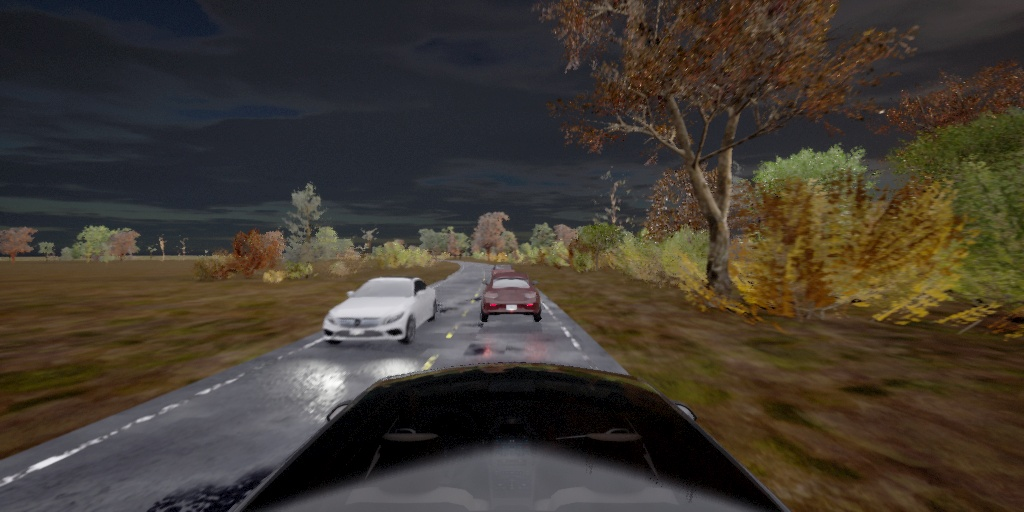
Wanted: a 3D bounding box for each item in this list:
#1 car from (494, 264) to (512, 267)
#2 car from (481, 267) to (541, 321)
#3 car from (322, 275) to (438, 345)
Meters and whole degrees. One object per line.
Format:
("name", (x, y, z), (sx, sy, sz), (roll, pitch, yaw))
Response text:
("car", (-0.792, 1.353, 30.174), (1.895, 1.301, 4.718), (0, 0, -3))
("car", (-0.062, 1.275, 12.345), (1.812, 1.442, 4.674), (0, 0, -1))
("car", (-3.203, 1.278, 9.650), (1.812, 1.442, 4.674), (0, 0, -1))
